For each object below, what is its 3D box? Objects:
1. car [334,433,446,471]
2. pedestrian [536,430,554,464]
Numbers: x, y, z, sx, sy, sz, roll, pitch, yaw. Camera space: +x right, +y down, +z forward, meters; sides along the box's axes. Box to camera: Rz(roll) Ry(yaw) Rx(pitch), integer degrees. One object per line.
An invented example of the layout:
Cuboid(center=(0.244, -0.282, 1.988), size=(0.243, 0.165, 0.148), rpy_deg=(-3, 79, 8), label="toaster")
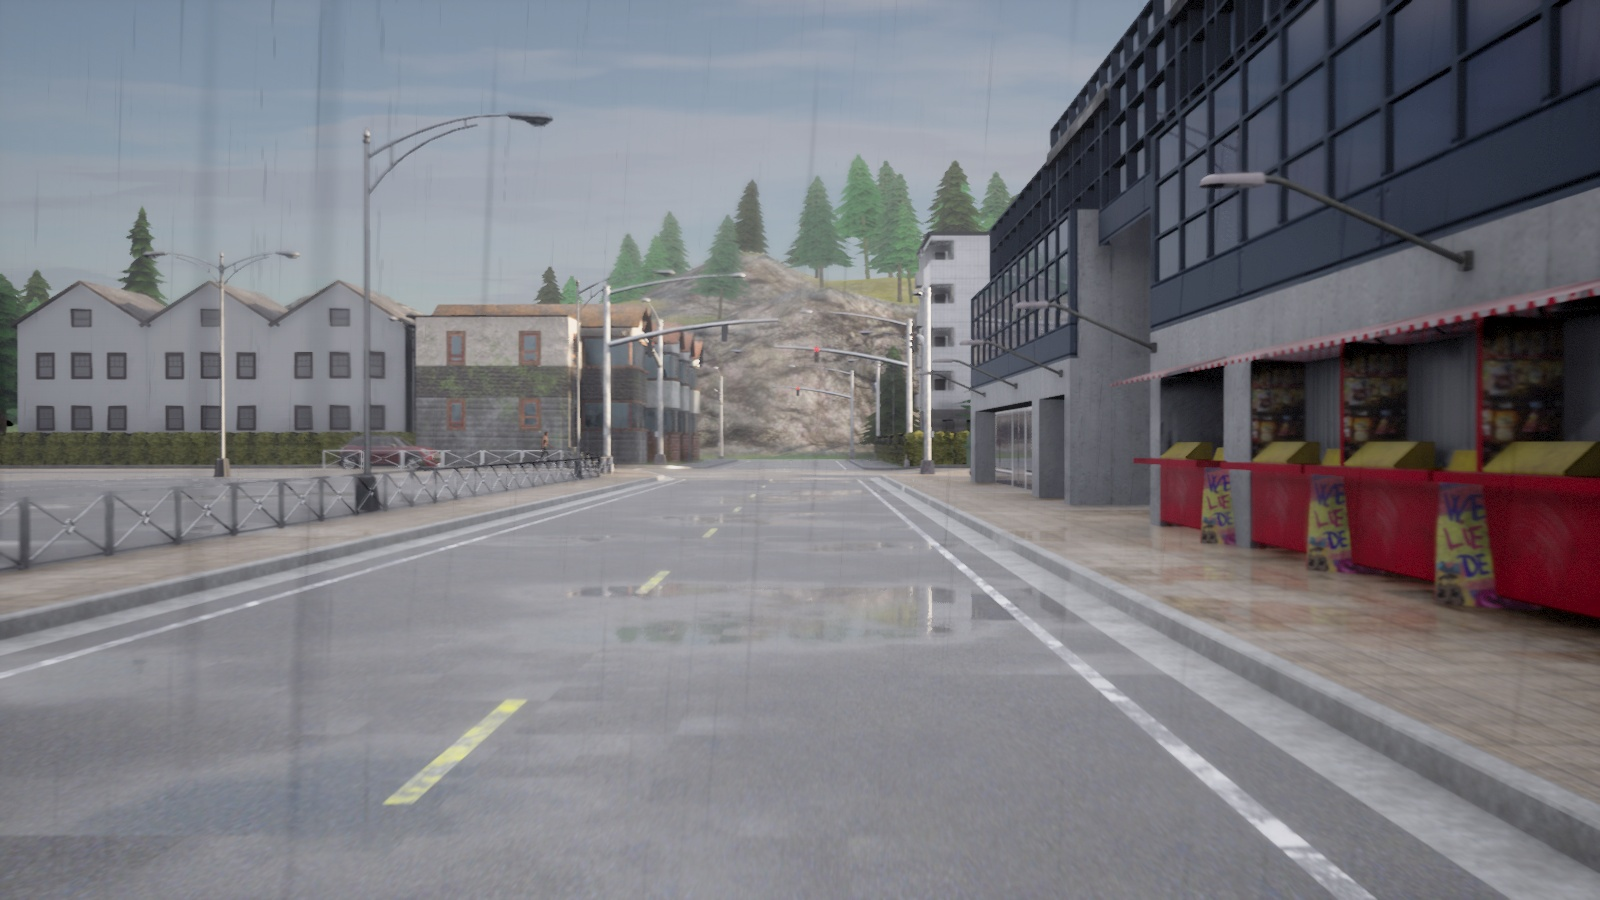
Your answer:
Cuboid(center=(-19.175, 0.080, 58.898), size=(4.553, 1.767, 2.097), rpy_deg=(0, 0, 1), label="car")
Cuboid(center=(-13.468, -0.158, 66.315), size=(0.869, 1.805, 0.328), rpy_deg=(0, 0, 7), label="pedestrian")
